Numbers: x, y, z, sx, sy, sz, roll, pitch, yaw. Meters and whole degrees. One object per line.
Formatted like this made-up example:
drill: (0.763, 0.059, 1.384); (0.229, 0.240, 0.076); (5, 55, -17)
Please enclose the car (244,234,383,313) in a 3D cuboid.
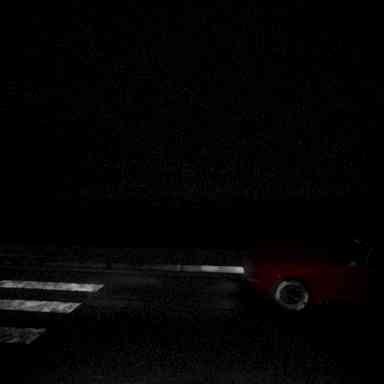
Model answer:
car: (3.428, 1.536, 6.661); (4.718, 1.301, 1.895); (1, 1, 7)
